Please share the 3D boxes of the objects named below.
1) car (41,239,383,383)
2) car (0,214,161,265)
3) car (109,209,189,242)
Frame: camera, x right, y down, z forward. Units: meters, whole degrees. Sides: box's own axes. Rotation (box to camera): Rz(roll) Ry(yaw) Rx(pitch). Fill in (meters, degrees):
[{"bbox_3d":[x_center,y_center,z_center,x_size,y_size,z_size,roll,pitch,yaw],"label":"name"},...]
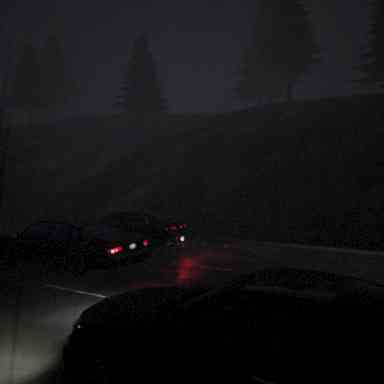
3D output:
[{"bbox_3d":[0.769,1.507,3.214,4.674,1.442,1.812,0,0,34],"label":"car"},{"bbox_3d":[-3.814,1.494,10.028,5.357,1.411,2.033,0,0,27],"label":"car"},{"bbox_3d":[-2.501,1.435,13.163,4.892,1.490,1.837,0,0,27],"label":"car"}]
